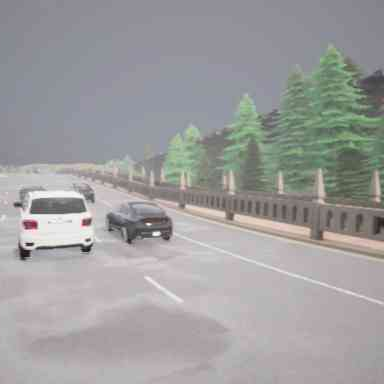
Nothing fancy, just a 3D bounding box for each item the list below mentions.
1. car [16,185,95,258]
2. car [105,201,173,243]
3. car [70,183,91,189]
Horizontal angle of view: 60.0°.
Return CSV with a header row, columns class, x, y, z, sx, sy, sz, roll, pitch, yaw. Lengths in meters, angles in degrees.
class,x,y,z,sx,sy,sz,roll,pitch,yaw
car,-5.099,0.958,12.114,2.150,2.045,5.566,0,3,-28
car,-2.452,1.173,14.613,1.837,1.490,4.892,0,4,-28
car,-9.427,-0.011,27.762,2.128,1.511,4.902,0,6,-28
